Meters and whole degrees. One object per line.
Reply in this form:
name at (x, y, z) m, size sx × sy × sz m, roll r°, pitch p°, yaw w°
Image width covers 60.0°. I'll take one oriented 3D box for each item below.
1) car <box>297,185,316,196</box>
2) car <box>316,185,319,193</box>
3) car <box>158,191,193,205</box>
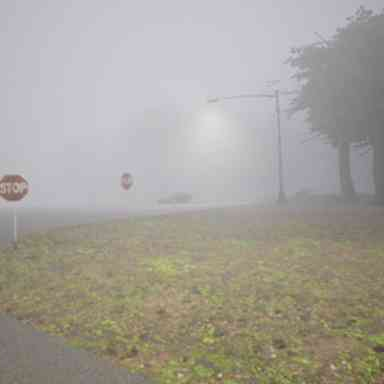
car at (19.558, -0.083, 57.718) m, size 1.994 × 1.385 × 4.181 m, roll -3°, pitch 0°, yaw 30°
car at (31.677, -0.818, 87.342) m, size 2.150 × 2.045 × 5.566 m, roll -3°, pitch 0°, yaw 34°
car at (-1.875, 0.699, 37.886) m, size 1.882 × 1.535 × 5.008 m, roll -3°, pitch 1°, yaw 34°
